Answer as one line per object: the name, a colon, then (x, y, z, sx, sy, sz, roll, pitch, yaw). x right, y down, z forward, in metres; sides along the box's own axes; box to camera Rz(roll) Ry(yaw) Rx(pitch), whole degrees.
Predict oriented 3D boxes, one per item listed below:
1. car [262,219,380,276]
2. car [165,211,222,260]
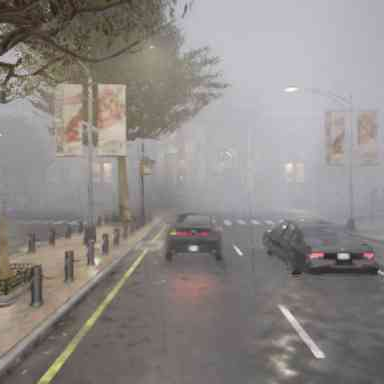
car: (3.549, 1.539, 10.246, 2.033, 1.411, 5.357, 0, 0, 1)
car: (0.065, 1.489, 12.311, 1.837, 1.490, 4.892, 0, -1, 0)
